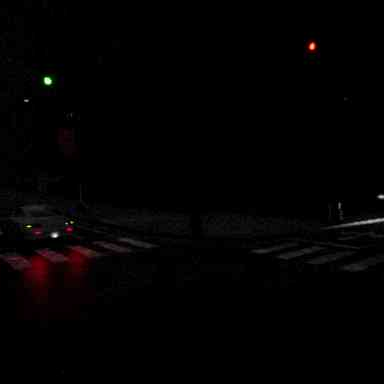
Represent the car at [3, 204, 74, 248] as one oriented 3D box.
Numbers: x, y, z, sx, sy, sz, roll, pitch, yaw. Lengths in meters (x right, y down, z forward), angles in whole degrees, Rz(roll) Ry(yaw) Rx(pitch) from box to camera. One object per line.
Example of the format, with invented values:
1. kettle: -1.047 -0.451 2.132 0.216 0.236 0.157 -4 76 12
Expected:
1. car: -6.237 1.227 13.346 1.812 1.442 4.674 -3 3 -39
